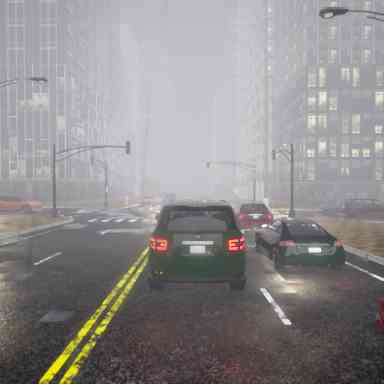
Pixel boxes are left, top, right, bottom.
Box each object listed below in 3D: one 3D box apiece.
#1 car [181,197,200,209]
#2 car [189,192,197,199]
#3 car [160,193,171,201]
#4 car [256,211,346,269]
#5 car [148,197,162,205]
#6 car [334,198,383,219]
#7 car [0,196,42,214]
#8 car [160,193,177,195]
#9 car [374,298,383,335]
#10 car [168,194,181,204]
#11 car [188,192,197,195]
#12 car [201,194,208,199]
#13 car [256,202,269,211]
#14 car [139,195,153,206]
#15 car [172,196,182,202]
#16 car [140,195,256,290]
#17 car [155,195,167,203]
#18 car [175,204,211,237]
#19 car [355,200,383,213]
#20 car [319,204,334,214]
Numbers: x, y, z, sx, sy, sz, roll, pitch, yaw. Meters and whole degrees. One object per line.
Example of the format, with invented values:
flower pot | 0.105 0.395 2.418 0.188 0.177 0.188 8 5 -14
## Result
car | -0.089 1.482 44.466 1.812 1.442 4.674 1 0 9
car | 0.146 0.963 91.684 2.150 2.045 5.566 0 0 0
car | -6.373 1.151 79.782 2.150 2.045 5.566 0 0 0
car | 3.368 1.558 11.127 1.994 1.385 4.181 0 0 0
car | -6.478 1.554 58.958 1.895 1.301 4.718 0 0 0
car | 16.249 1.517 30.421 5.009 1.841 2.192 1 0 1
car | -17.684 1.209 33.641 4.553 1.767 2.097 0 1 0
car | -3.281 1.183 51.752 2.150 2.045 5.566 0 0 -1
car | 3.354 1.600 2.302 1.895 1.301 4.718 0 0 0
car | -3.216 1.302 61.563 2.097 1.767 4.553 0 0 0
car | 0.131 1.439 81.655 1.812 1.442 4.674 0 0 0
car | 3.397 1.216 91.648 1.882 1.535 5.008 0 0 0
car | 3.381 1.341 19.740 2.097 1.767 4.553 0 0 0
car | -6.543 1.316 49.968 2.097 1.767 4.553 0 0 1
car | -3.137 1.532 71.616 1.895 1.301 4.718 0 0 0
car | 0.116 1.217 9.198 2.150 2.045 5.566 0 0 0
car | -6.390 1.418 69.212 1.882 1.535 5.008 0 0 0
car | 0.127 1.515 18.880 1.812 1.442 4.674 0 0 2
car | 21.871 1.641 38.698 4.829 1.417 1.752 1 0 1
car | 16.780 1.660 36.197 5.357 1.411 2.033 0 1 1
